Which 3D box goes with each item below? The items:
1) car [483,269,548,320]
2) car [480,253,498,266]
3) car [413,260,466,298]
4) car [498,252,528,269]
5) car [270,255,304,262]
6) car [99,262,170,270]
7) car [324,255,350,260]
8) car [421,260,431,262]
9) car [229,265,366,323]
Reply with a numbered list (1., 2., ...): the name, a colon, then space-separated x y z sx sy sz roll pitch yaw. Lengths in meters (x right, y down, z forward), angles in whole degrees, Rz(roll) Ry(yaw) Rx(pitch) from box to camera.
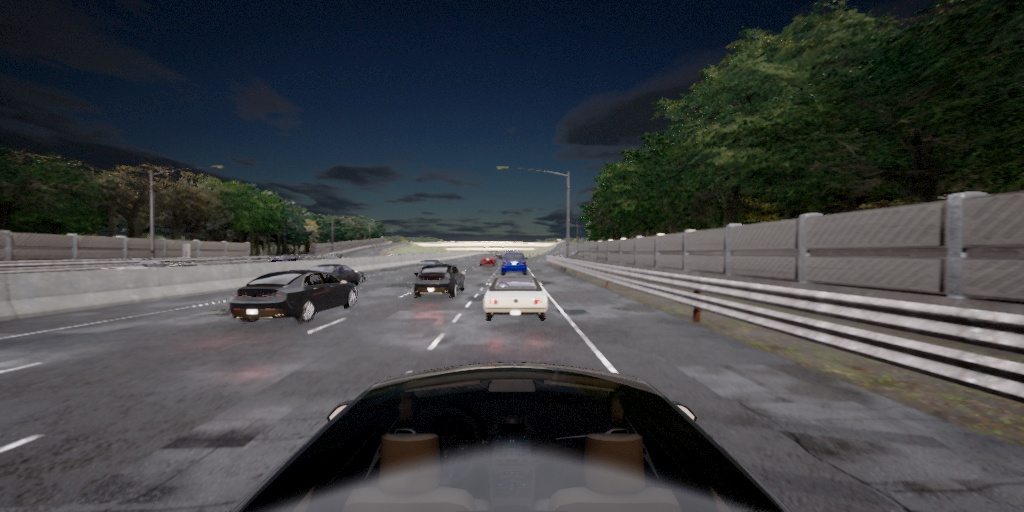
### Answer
1. car: 0.112 1.308 12.415 1.895 1.301 4.718 0 0 0
2. car: -3.256 0.488 50.773 2.097 1.767 4.553 0 1 1
3. car: -3.473 1.163 17.795 1.837 1.490 4.892 0 1 0
4. car: 0.187 0.682 30.913 2.150 2.045 5.566 0 1 0
5. car: -31.267 0.462 49.898 1.895 1.301 4.718 0 1 1
6. car: -28.033 1.121 27.131 1.895 1.301 4.718 0 1 0
7. car: -20.875 0.851 43.724 1.895 1.301 4.718 0 1 1
8. car: -6.818 1.020 30.149 2.033 1.411 5.357 0 1 0
9. car: -6.887 1.214 11.928 1.837 1.490 4.892 0 0 0
